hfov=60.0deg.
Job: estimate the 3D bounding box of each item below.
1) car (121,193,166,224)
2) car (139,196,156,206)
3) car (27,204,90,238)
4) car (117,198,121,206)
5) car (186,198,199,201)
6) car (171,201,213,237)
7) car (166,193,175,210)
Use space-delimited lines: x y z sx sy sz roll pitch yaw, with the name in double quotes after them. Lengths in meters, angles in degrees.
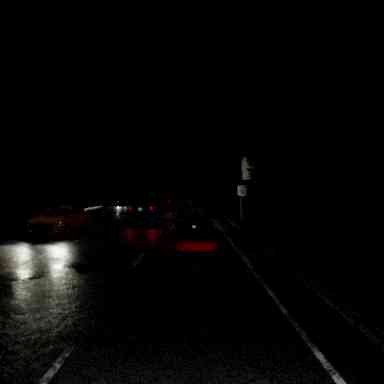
-3.411 1.203 24.531 2.150 2.045 5.566 0 1 0 "car"
-7.075 1.443 53.116 2.128 1.511 4.902 0 0 0 "car"
-7.006 1.461 17.931 1.882 1.535 5.008 0 0 0 "car"
-10.572 1.456 52.852 1.837 1.490 4.892 0 0 0 "car"
0.086 1.456 40.160 2.128 1.511 4.902 0 0 0 "car"
0.094 1.462 17.982 1.882 1.535 5.008 0 0 0 "car"
-3.416 1.187 41.874 2.150 2.045 5.566 0 0 0 "car"
